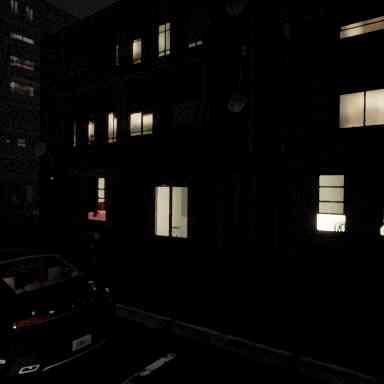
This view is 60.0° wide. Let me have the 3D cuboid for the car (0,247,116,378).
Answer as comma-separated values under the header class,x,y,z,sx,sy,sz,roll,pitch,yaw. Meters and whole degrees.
class,x,y,z,sx,sy,sz,roll,pitch,yaw
car,-3.084,1.549,5.215,4.403,1.369,2.008,0,1,36
